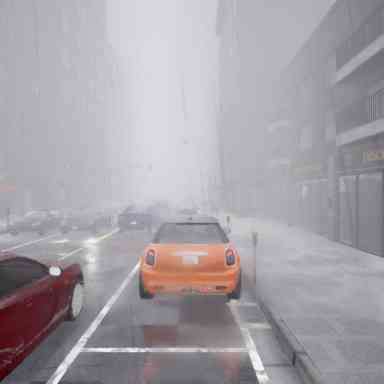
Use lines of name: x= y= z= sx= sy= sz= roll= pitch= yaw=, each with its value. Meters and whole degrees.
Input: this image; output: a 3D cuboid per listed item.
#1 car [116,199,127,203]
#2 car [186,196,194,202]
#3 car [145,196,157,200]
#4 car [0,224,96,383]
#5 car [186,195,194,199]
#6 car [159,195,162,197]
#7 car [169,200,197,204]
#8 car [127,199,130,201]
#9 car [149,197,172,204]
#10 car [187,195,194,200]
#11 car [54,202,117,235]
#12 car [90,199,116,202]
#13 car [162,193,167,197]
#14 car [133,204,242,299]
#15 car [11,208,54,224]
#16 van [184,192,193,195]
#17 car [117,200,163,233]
car: x=-8.408 y=1.525 z=34.923 sx=1.752 sy=1.417 sz=4.829 roll=0 pitch=0 yaw=0
car: x=-0.383 y=1.579 z=79.064 sx=1.802 sy=1.307 sz=4.206 roll=0 pitch=0 yaw=0
car: x=-8.408 y=1.549 z=67.693 sx=2.008 sy=1.369 sz=4.403 roll=0 pitch=0 yaw=0
car: x=-2.924 y=1.478 z=4.188 sx=1.882 sy=1.535 sz=5.008 roll=0 pitch=0 yaw=0
car: x=-0.383 y=1.440 z=35.101 sx=1.967 sy=1.590 sz=4.097 roll=0 pitch=0 yaw=0
car: x=-8.408 y=1.543 z=73.374 sx=1.887 sy=1.381 sz=4.507 roll=0 pitch=0 yaw=0
car: x=-0.383 y=1.551 z=24.063 sx=2.008 sy=1.369 sz=4.403 roll=0 pitch=0 yaw=0
car: x=-8.408 y=1.551 z=40.611 sx=2.008 sy=1.369 sz=4.403 roll=0 pitch=0 yaw=0
car: x=-2.923 y=1.504 z=33.408 sx=1.837 sy=1.490 sz=4.892 roll=0 pitch=0 yaw=0
car: x=-0.383 y=1.575 z=90.427 sx=1.802 sy=1.307 sz=4.206 roll=0 pitch=0 yaw=0
car: x=-5.869 y=1.526 z=18.971 sx=1.812 sy=1.442 sz=4.674 roll=0 pitch=0 yaw=0
car: x=-8.408 y=1.440 z=29.575 sx=1.967 sy=1.590 sz=4.097 roll=0 pitch=0 yaw=0
car: x=-8.408 y=1.519 z=90.251 sx=1.752 sy=1.417 sz=4.829 roll=0 pitch=0 yaw=0
car: x=-0.033 y=1.353 z=8.620 sx=2.097 sy=1.767 sz=4.553 roll=0 pitch=0 yaw=0
car: x=-8.408 y=1.582 z=18.538 sx=1.802 sy=1.307 sz=4.206 roll=0 pitch=0 yaw=0
van: x=-0.383 y=1.339 z=67.702 sx=1.690 sy=1.788 sz=3.998 roll=0 pitch=0 yaw=0
car: x=-3.021 y=1.478 z=19.769 sx=1.882 sy=1.535 sz=5.008 roll=0 pitch=0 yaw=0
